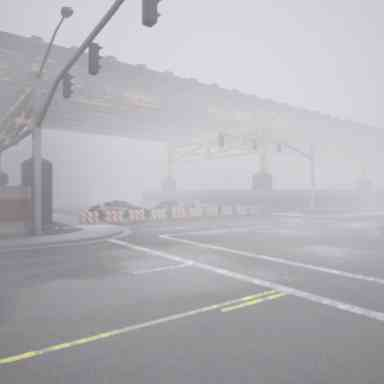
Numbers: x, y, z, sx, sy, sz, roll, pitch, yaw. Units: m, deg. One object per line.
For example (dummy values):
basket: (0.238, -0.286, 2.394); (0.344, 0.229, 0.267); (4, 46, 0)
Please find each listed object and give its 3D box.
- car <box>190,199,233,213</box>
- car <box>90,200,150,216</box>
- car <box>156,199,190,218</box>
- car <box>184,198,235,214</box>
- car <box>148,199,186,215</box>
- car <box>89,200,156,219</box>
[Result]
car: (1.675, 1.292, 34.231); (4.536, 1.218, 1.853); (0, 0, -7)
car: (-5.985, 1.294, 27.805); (4.536, 1.218, 1.853); (0, 0, 8)
car: (-2.186, 1.450, 30.481); (2.038, 1.542, 4.974); (0, 0, 18)
car: (1.727, 1.450, 34.238); (4.974, 1.542, 2.038); (0, 0, -7)
car: (-2.170, 1.293, 30.530); (1.853, 1.218, 4.536); (0, 0, 18)
car: (-5.933, 1.451, 27.798); (4.974, 1.542, 2.038); (0, 0, 8)
